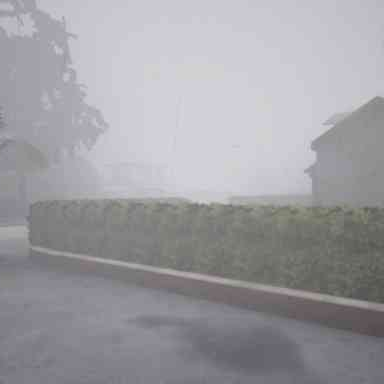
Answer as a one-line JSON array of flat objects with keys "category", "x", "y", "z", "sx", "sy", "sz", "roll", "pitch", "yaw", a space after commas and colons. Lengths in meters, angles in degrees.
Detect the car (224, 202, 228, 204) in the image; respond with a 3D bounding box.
[{"category": "car", "x": 6.154, "y": 1.627, "z": 46.362, "sx": 1.837, "sy": 1.490, "sz": 4.892, "roll": 0, "pitch": -1, "yaw": 36}]
